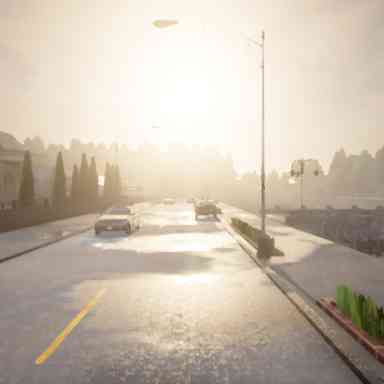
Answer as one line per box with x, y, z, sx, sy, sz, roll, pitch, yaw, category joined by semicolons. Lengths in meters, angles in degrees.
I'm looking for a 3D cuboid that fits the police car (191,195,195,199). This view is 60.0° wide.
1.144;1.383;39.467;1.930;1.638;5.238;-4;0;0;police car

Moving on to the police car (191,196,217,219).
1.160;1.407;29.475;1.930;1.638;5.238;-2;-1;0;police car

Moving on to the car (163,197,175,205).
-4.026;1.560;59.871;2.033;1.411;5.357;0;0;1;car

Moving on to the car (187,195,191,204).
0.001;1.578;62.722;1.994;1.385;4.181;0;0;0;car

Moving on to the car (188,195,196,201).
0.001;1.398;77.710;1.837;1.490;4.892;0;0;0;car

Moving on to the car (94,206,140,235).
-4.098;1.530;18.888;1.812;1.442;4.674;0;0;0;car
